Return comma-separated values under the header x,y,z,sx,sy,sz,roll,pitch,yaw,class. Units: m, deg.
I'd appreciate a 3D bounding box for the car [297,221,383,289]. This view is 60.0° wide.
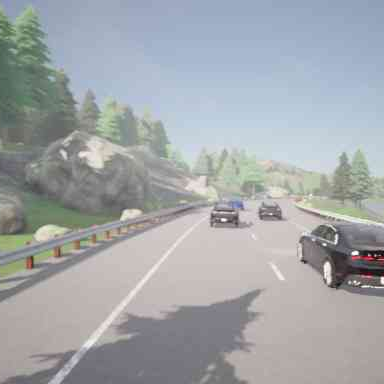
x,y,z,sx,sy,sz,roll,pitch,yaw,class
4.302,1.584,9.294,1.837,1.490,4.892,1,0,5,car

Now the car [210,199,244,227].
x,y,z,sx,sy,sz,roll,pitch,yaw,class
2.276,1.486,22.698,2.128,1.511,4.902,1,0,8,car

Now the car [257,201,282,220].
x,y,z,sx,sy,sz,roll,pitch,yaw,class
6.749,1.578,29.157,2.128,1.511,4.902,1,0,9,car
